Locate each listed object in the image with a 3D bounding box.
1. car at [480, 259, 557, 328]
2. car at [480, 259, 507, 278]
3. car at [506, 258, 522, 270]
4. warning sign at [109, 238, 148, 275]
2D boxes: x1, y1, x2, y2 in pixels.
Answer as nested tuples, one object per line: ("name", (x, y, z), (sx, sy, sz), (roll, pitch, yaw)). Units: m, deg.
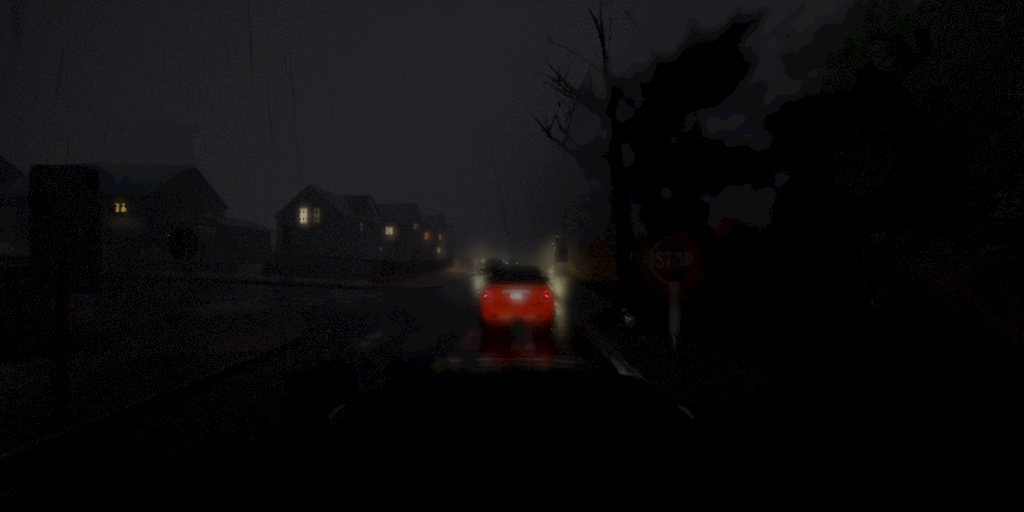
("car", (0.208, 1.101, 11.525), (2.097, 1.767, 4.553), (0, 0, 1))
("car", (-1.700, 1.136, 35.036), (2.097, 1.767, 4.553), (0, 0, 4))
("car", (0.347, 1.267, 57.577), (2.097, 1.767, 4.553), (0, 0, 7))
("warning sign", (-19.867, -0.006, 18.582), (1.060, 1.860, 1.300), (0, 0, 0))
